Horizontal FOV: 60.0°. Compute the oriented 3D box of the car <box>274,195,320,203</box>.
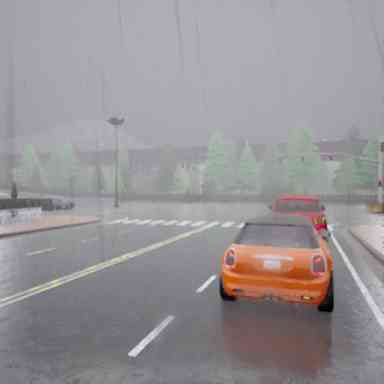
[{"bbox_3d":[4.460,1.156,14.223,2.150,2.045,5.566,0,0,17],"label":"car"}]

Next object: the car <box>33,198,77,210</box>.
[{"bbox_3d":[-16.321,1.428,39.650,4.718,1.301,1.895,0,0,17],"label":"car"}]

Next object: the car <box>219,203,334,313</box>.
[{"bbox_3d":[2.171,1.315,7.991,2.097,1.767,4.553,0,0,20],"label":"car"}]

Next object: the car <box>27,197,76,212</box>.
[{"bbox_3d":[-15.324,1.353,35.685,4.892,1.490,1.837,0,0,17],"label":"car"}]
